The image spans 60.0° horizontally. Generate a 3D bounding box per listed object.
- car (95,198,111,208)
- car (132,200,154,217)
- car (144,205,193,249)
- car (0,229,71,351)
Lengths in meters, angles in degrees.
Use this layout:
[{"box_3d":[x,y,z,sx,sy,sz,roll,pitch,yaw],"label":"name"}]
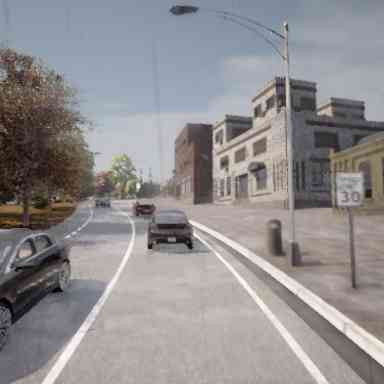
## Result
[{"box_3d":[-12.275,1.476,45.791,1.994,1.385,4.181,1,0,-17],"label":"car"},{"box_3d":[-4.750,1.537,32.687,1.882,1.535,5.008,1,0,-15],"label":"car"},{"box_3d":[-1.065,1.544,14.887,1.837,1.490,4.892,1,0,-7],"label":"car"},{"box_3d":[-3.662,1.498,6.013,2.128,1.511,4.902,0,0,-4],"label":"car"}]
